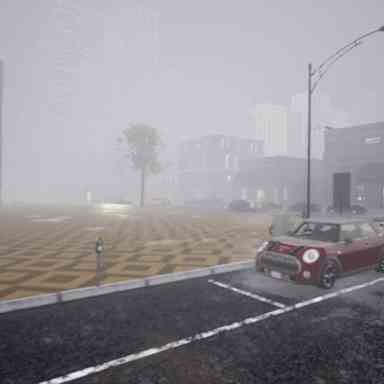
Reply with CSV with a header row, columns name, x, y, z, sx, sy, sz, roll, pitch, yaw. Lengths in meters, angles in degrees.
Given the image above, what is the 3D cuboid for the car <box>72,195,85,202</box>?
name,x,y,z,sx,sy,sz,roll,pitch,yaw
car,-28.779,1.899,86.219,1.752,1.417,4.829,1,-1,-35

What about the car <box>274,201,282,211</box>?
name,x,y,z,sx,sy,sz,roll,pitch,yaw
car,10.366,1.818,44.640,1.802,1.307,4.206,1,-1,-35

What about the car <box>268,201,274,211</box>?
name,x,y,z,sx,sy,sz,roll,pitch,yaw
car,6.877,1.636,39.295,1.837,1.490,4.892,1,-1,-35

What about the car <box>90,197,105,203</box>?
name,x,y,z,sx,sy,sz,roll,pitch,yaw
car,-22.554,1.886,77.232,1.947,1.339,4.313,1,-1,-35

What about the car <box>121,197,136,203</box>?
name,x,y,z,sx,sy,sz,roll,pitch,yaw
car,-15.763,1.977,82.144,1.752,1.417,4.829,1,-1,-35

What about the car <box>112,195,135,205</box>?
name,x,y,z,sx,sy,sz,roll,pitch,yaw
car,-12.977,1.765,63.402,1.752,1.417,4.829,1,-1,-35

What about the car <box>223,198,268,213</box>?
name,x,y,z,sx,sy,sz,roll,pitch,yaw
car,5.784,1.520,36.089,1.967,1.590,4.097,1,-1,-35

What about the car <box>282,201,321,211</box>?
name,x,y,z,sx,sy,sz,roll,pitch,yaw
car,13.487,1.776,40.136,1.947,1.339,4.313,1,-1,-35

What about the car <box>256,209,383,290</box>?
name,x,y,z,sx,sy,sz,roll,pitch,yaw
car,3.642,1.451,9.100,4.097,1.590,1.967,0,1,-35

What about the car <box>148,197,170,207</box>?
name,x,y,z,sx,sy,sz,roll,pitch,yaw
car,-5.894,1.718,57.883,1.882,1.535,5.008,1,-1,-34

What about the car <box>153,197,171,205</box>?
name,x,y,z,sx,sy,sz,roll,pitch,yaw
car,-6.185,1.811,68.315,1.967,1.590,4.097,1,-1,-35

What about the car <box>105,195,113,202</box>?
name,x,y,z,sx,sy,sz,roll,pitch,yaw
car,-21.986,1.820,91.134,2.192,1.841,5.009,1,-1,-35

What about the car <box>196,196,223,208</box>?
name,x,y,z,sx,sy,sz,roll,pitch,yaw
car,3.365,1.608,54.675,2.192,1.841,5.009,1,-1,-35

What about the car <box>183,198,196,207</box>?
name,x,y,z,sx,sy,sz,roll,pitch,yaw
car,0.177,1.759,59.219,1.967,1.590,4.097,1,-1,-35

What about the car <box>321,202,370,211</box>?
name,x,y,z,sx,sy,sz,roll,pitch,yaw
car,16.608,1.735,35.629,2.008,1.369,4.403,1,-1,-35
